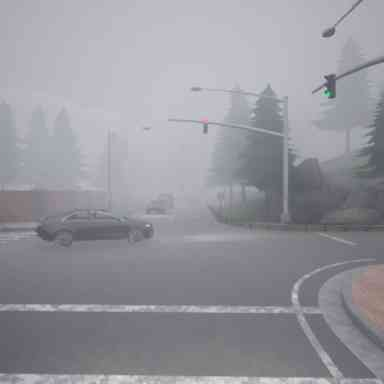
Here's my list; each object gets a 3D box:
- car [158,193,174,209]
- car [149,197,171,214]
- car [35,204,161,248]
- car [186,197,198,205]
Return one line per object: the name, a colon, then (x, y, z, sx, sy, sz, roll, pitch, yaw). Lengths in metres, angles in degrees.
car: (-3.625, 1.198, 45.274, 2.150, 2.045, 5.566, 0, 0, 0)
car: (-3.624, 1.529, 34.861, 2.033, 1.411, 5.357, 0, 0, 0)
car: (-4.144, 1.477, 14.486, 4.902, 1.511, 2.128, 0, 1, -24)
car: (0.020, 1.533, 58.941, 1.994, 1.385, 4.181, 0, 0, 0)
